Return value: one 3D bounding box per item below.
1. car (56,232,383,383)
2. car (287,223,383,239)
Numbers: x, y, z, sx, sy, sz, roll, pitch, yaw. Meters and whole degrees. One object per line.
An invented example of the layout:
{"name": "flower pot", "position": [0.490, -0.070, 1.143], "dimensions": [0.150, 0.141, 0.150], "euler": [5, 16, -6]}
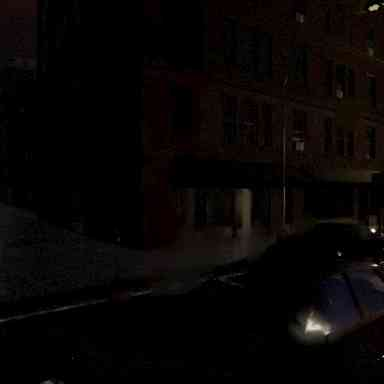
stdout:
{"name": "car", "position": [1.280, 1.547, 4.172], "dimensions": [5.357, 1.411, 2.033], "euler": [0, 0, -36]}
{"name": "car", "position": [3.859, 1.565, 9.300], "dimensions": [4.313, 1.339, 1.947], "euler": [0, 0, -36]}
